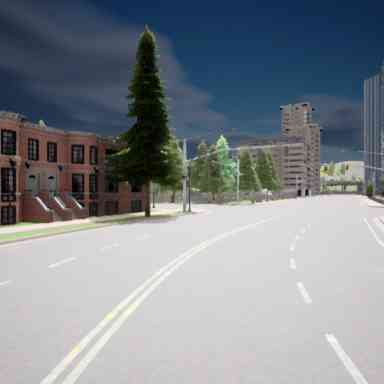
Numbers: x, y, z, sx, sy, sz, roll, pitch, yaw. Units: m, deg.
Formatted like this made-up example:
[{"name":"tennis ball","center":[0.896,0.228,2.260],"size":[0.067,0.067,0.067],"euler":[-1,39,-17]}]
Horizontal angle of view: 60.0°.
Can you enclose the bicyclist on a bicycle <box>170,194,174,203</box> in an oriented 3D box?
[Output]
[{"name":"bicyclist on a bicycle","center":[-3.626,1.277,60.859],"size":[0.582,1.620,1.656],"euler":[0,0,25]}]
